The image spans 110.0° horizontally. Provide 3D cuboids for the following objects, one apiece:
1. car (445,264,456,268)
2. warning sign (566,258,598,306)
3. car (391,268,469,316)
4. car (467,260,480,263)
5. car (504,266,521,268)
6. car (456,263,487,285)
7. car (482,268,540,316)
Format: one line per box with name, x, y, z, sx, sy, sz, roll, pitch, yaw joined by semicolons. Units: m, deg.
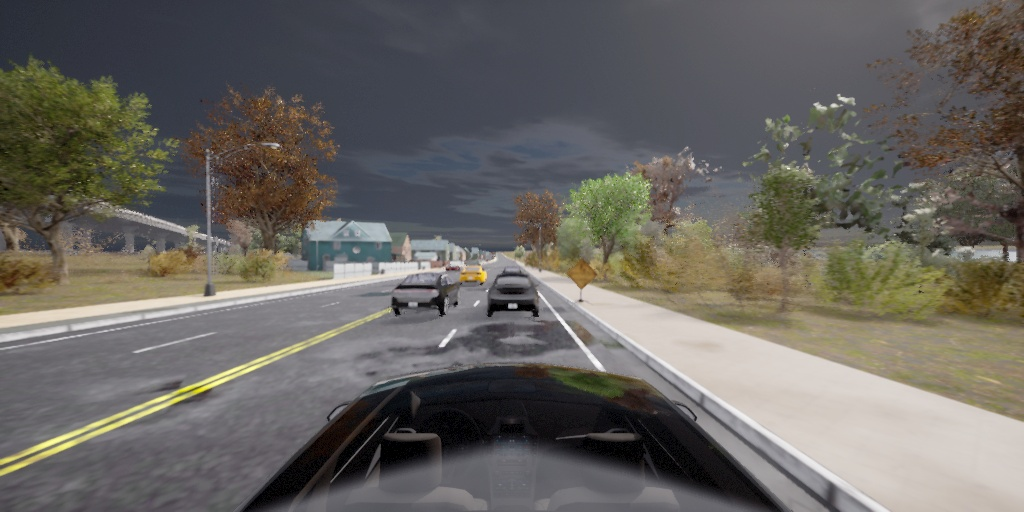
car;-9.792;2.049;59.247;1.895;1.301;4.718;0;-1;1
warning sign;2.852;1.029;14.885;1.300;1.860;1.060;0;0;0
car;-3.203;1.396;14.111;2.128;1.511;4.902;0;-1;1
car;-6.533;1.682;60.358;2.150;2.045;5.566;0;-1;1
car;0.048;1.580;29.128;2.128;1.511;4.902;0;-1;0
car;-3.191;1.581;30.378;1.882;1.535;5.008;0;0;0
car;0.047;1.411;14.165;1.837;1.490;4.892;0;0;0
